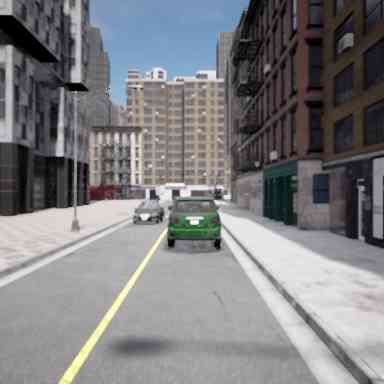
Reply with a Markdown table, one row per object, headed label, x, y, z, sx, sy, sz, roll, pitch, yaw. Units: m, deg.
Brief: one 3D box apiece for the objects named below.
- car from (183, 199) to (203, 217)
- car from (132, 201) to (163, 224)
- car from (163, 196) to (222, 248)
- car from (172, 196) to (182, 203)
| label | x | y | z | sx | sy | sz | roll | pitch | yaw |
| --- | --- | --- | --- | --- | --- | --- | --- | --- | --- |
| car | 0.090 | 1.459 | 32.260 | 1.837 | 1.490 | 4.892 | 0 | 0 | 0 |
| car | -3.106 | 1.461 | 24.291 | 2.128 | 1.511 | 4.902 | 0 | 0 | 0 |
| car | 0.094 | 1.207 | 14.950 | 2.150 | 2.045 | 5.566 | 0 | 0 | 0 |
| car | -3.022 | 1.503 | 67.249 | 1.895 | 1.301 | 4.718 | 0 | 0 | 0 |
